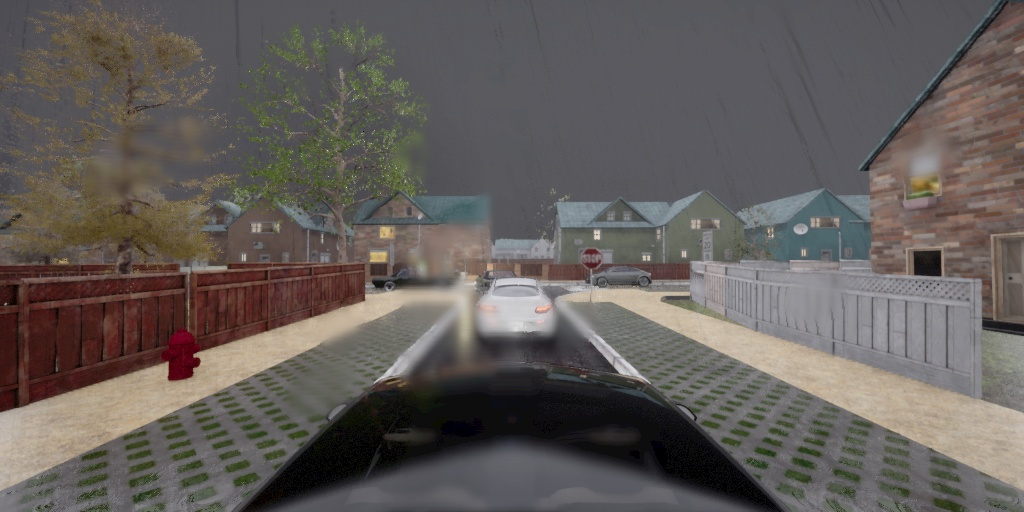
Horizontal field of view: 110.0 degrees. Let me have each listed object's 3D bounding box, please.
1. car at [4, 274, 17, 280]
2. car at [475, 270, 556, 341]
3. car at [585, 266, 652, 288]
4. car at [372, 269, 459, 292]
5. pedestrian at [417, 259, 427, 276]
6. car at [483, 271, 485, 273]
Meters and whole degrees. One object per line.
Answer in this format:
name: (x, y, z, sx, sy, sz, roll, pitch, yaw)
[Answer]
car: (-29.602, 1.678, 21.241, 4.718, 1.301, 1.895, -1, -1, 1)
car: (0.100, 1.279, 9.721, 1.812, 1.442, 4.674, 0, 0, 0)
car: (6.982, 1.340, 23.714, 4.181, 1.385, 1.994, 0, -1, 0)
car: (-5.489, 1.416, 20.923, 4.718, 1.301, 1.895, -1, -1, 1)
pedestrian: (-6.709, 1.118, 26.808, 0.375, 1.860, 0.375, 0, -1, 1)
car: (-0.762, 1.366, 18.540, 1.895, 1.301, 4.718, 0, -1, -12)
